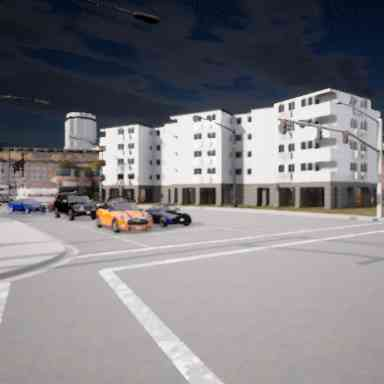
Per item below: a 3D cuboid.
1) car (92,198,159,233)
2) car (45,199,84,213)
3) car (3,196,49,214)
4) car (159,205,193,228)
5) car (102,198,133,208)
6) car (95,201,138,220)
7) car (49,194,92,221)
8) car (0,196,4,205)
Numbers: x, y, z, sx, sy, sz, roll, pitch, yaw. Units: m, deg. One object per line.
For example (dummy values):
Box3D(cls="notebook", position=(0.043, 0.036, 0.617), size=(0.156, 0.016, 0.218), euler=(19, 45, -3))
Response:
Box3D(cls="car", position=(-4.089, 1.344, 19.805), size=(2.097, 1.767, 4.553), euler=(0, 0, -33))
Box3D(cls="car", position=(-14.028, 1.500, 36.550), size=(4.674, 1.442, 1.812), euler=(0, 0, 37))
Box3D(cls="car", position=(-17.111, 1.450, 34.532), size=(5.008, 1.535, 1.882), euler=(0, 0, 35))
Box3D(cls="car", position=(-1.763, 1.557, 22.562), size=(1.994, 1.385, 4.181), euler=(0, 0, -35))
Box3D(cls="car", position=(-10.579, 1.535, 47.190), size=(4.181, 1.385, 1.994), euler=(0, 0, 34))
Box3D(cls="car", position=(-6.745, 1.549, 29.336), size=(1.994, 1.385, 4.181), euler=(0, 0, -40))
Box3D(cls="car", position=(-9.672, 1.204, 27.529), size=(2.150, 2.045, 5.566), euler=(0, 0, -40))
Box3D(cls="car", position=(-32.441, 1.436, 55.517), size=(4.902, 1.511, 2.128), euler=(0, 0, 8))
